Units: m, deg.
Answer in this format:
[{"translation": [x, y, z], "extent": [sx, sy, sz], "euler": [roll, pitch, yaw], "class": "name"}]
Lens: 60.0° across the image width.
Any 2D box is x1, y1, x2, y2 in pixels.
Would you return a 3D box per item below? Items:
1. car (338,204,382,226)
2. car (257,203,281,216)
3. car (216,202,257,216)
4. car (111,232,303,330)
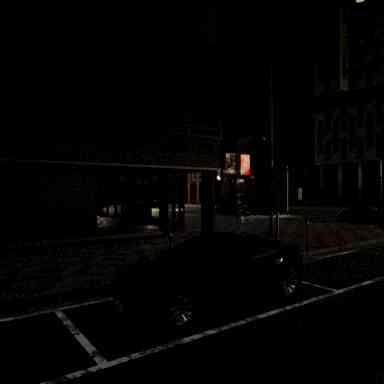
[{"translation": [13.131, 1.730, 24.820], "extent": [1.994, 1.385, 4.181], "euler": [0, -1, -36], "class": "car"}, {"translation": [8.118, 1.889, 37.339], "extent": [1.994, 1.385, 4.181], "euler": [0, -1, -36], "class": "car"}, {"translation": [4.558, 1.889, 36.721], "extent": [1.812, 1.442, 4.674], "euler": [0, -1, -36], "class": "car"}, {"translation": [0.521, 1.565, 6.929], "extent": [4.313, 1.339, 1.947], "euler": [0, 0, -36], "class": "car"}]
